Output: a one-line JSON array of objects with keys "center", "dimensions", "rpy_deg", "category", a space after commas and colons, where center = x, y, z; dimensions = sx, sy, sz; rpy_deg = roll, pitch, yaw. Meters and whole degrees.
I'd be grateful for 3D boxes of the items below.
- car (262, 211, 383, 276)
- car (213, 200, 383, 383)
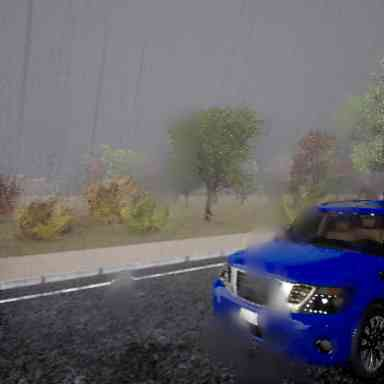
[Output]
[{"center": [4.604, 1.474, 10.839], "dimensions": [4.674, 1.442, 1.812], "rpy_deg": [0, 0, -35], "category": "car"}, {"center": [2.980, 1.192, 5.759], "dimensions": [5.566, 2.045, 2.150], "rpy_deg": [0, 0, -35], "category": "car"}]
